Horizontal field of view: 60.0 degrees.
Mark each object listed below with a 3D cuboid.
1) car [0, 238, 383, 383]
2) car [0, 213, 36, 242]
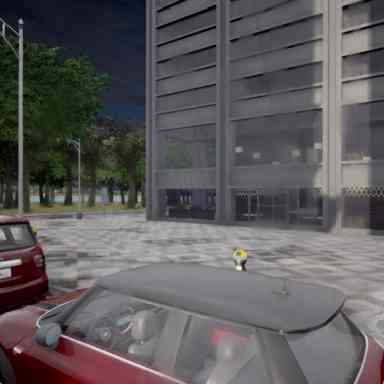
[{"bbox_3d":[-0.371,1.440,3.227,4.097,1.590,1.967,0,0,35],"label":"car"},{"bbox_3d":[-4.800,1.315,6.382,5.009,1.841,2.192,0,0,35],"label":"car"}]
